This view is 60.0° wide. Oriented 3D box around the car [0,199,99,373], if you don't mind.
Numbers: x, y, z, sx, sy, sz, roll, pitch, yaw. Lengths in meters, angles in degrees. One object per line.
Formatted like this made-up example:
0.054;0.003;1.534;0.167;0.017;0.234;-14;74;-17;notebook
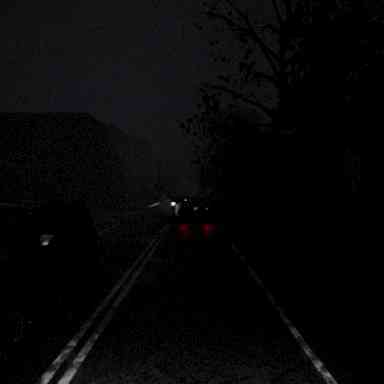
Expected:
-3.327;1.188;5.934;2.150;2.045;5.566;0;0;0;car

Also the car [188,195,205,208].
0.634;1.225;44.354;2.033;1.411;5.357;0;1;1;car

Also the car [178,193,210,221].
0.279;1.196;25.378;2.097;1.767;4.553;0;0;1;car

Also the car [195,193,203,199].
1.614;0.855;80.415;1.895;1.301;4.718;0;1;2;car

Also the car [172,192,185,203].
-2.402;1.132;57.573;1.895;1.301;4.718;0;1;2;car
